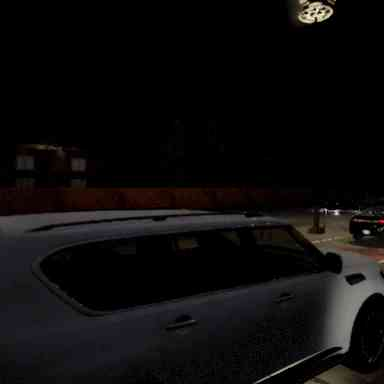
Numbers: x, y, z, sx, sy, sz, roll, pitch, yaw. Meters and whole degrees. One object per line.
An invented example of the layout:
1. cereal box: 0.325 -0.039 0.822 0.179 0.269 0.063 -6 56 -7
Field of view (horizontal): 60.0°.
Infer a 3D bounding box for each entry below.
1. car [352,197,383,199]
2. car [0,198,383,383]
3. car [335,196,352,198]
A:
1. car: 19.673 1.225 36.074 4.674 1.442 1.812 -1 0 -37
2. car: 0.176 1.202 3.885 5.566 2.045 2.150 -1 0 -36
3. car: 17.575 1.222 38.876 4.892 1.490 1.837 -1 0 -37
